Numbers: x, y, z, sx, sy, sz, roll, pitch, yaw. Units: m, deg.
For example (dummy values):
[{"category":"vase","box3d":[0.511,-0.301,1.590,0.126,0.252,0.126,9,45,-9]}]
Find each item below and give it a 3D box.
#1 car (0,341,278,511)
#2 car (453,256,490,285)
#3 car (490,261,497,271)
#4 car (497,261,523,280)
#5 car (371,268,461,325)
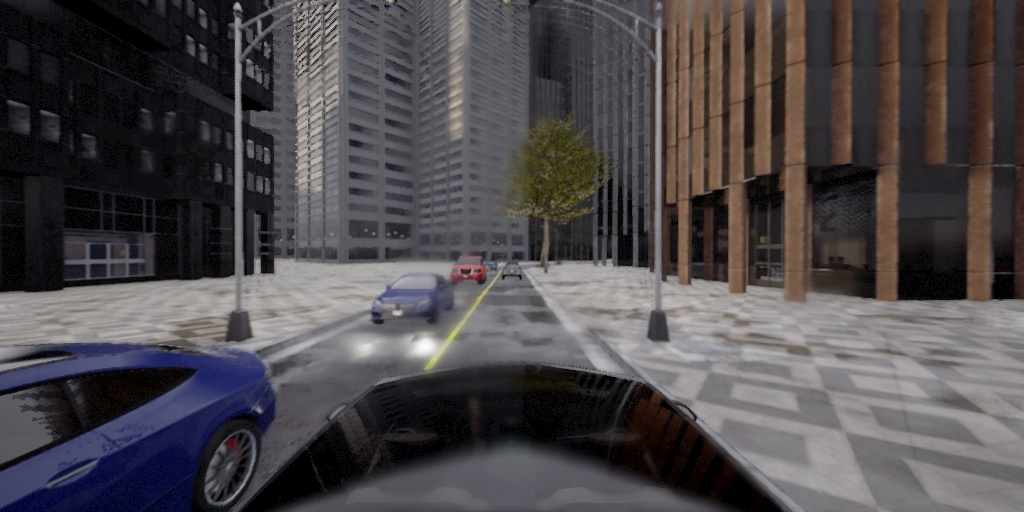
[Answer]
[{"category":"car","box3d":[-3.086,1.273,1.537,1.812,1.442,4.674,0,0,0]},{"category":"car","box3d":[-3.076,1.021,26.745,2.150,2.045,5.566,0,0,0]},{"category":"car","box3d":[-2.965,1.347,49.109,1.812,1.442,4.674,0,0,2]},{"category":"car","box3d":[0.010,1.349,32.567,2.033,1.411,5.357,0,0,0]},{"category":"car","box3d":[-3.088,1.301,12.070,1.812,1.442,4.674,0,0,0]}]
